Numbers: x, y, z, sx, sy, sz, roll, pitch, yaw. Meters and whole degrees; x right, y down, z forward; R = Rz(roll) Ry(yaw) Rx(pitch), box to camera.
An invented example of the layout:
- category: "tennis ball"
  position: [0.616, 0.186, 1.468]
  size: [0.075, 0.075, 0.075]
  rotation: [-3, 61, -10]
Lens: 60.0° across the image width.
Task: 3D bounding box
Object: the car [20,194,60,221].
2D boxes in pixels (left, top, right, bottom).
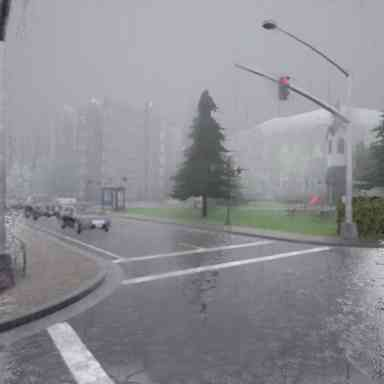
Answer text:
- category: "car"
  position: [-12.569, 1.248, 28.022]
  size: [2.150, 2.045, 5.566]
  rotation: [1, 0, -36]

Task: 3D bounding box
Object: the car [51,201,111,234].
- category: "car"
  position: [-6.389, 1.527, 19.639]
  size: [2.128, 1.511, 4.902]
  rotation: [1, 0, -36]

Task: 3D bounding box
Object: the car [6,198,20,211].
- category: "car"
  position: [-21.763, 1.537, 40.624]
  size: [1.882, 1.535, 5.008]
  rotation: [1, 0, -36]
